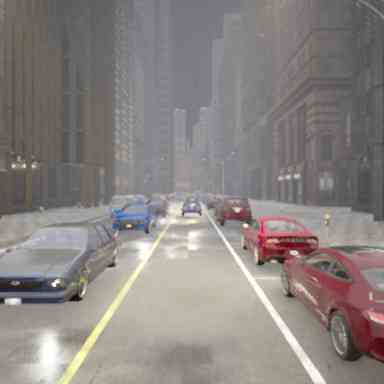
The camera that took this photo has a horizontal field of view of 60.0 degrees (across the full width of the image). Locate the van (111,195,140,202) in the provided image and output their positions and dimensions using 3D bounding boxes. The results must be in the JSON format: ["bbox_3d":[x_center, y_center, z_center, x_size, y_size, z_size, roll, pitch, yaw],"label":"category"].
[{"bbox_3d":[-5.790,1.199,28.035,1.690,1.788,3.998,0,0,0],"label":"van"}]

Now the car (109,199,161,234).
[{"bbox_3d":[-3.112,1.381,18.832,1.882,1.535,5.008,0,0,0],"label":"car"}]

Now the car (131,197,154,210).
[{"bbox_3d":[-5.802,1.353,39.273,2.008,1.369,4.403,0,0,0],"label":"car"}]

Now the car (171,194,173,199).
[{"bbox_3d":[-5.836,1.208,72.985,1.947,1.339,4.313,0,0,0],"label":"car"}]

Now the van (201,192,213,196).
[{"bbox_3d":[2.712,1.089,50.534,1.690,1.788,3.998,0,0,0],"label":"van"}]

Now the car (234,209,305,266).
[{"bbox_3d":[2.752,1.487,11.207,1.887,1.381,4.507,0,0,0],"label":"car"}]

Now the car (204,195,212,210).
[{"bbox_3d":[2.723,1.368,39.298,1.947,1.339,4.313,0,0,0],"label":"car"}]

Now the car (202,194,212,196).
[{"bbox_3d":[2.718,1.320,44.917,1.887,1.381,4.507,0,0,0],"label":"car"}]

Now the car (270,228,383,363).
[{"bbox_3d":[2.757,1.553,5.589,1.802,1.307,4.206,0,0,0],"label":"car"}]

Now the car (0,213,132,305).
[{"bbox_3d":[-3.106,1.504,8.435,2.033,1.411,5.357,0,0,0],"label":"car"}]

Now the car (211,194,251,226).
[{"bbox_3d":[2.741,1.200,22.443,2.192,1.841,5.009,0,0,0],"label":"car"}]

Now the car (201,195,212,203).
[{"bbox_3d":[2.701,1.277,61.772,1.802,1.307,4.206,0,0,0],"label":"car"}]

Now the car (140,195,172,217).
[{"bbox_3d":[-3.081,1.329,29.214,1.882,1.535,5.008,0,0,1],"label":"car"}]

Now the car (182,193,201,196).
[{"bbox_3d":[-0.009,1.277,44.980,1.837,1.490,4.892,0,0,1],"label":"car"}]

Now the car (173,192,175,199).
[{"bbox_3d":[-5.847,1.116,84.053,1.752,1.417,4.829,0,0,0],"label":"car"}]

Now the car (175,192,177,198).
[{"bbox_3d":[-5.853,1.147,89.842,1.802,1.307,4.206,0,0,0],"label":"car"}]

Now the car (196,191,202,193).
[{"bbox_3d":[2.666,1.066,95.651,1.752,1.417,4.829,0,0,0],"label":"car"}]

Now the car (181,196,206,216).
[{"bbox_3d":[-0.025,1.392,30.691,2.033,1.411,5.357,0,0,0],"label":"car"}]

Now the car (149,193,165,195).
[{"bbox_3d":[-5.813,1.064,50.510,2.192,1.841,5.009,0,0,0],"label":"car"}]

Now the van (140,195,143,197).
[{"bbox_3d":[-5.796,1.171,33.653,1.690,1.788,3.998,0,0,0],"label":"van"}]
